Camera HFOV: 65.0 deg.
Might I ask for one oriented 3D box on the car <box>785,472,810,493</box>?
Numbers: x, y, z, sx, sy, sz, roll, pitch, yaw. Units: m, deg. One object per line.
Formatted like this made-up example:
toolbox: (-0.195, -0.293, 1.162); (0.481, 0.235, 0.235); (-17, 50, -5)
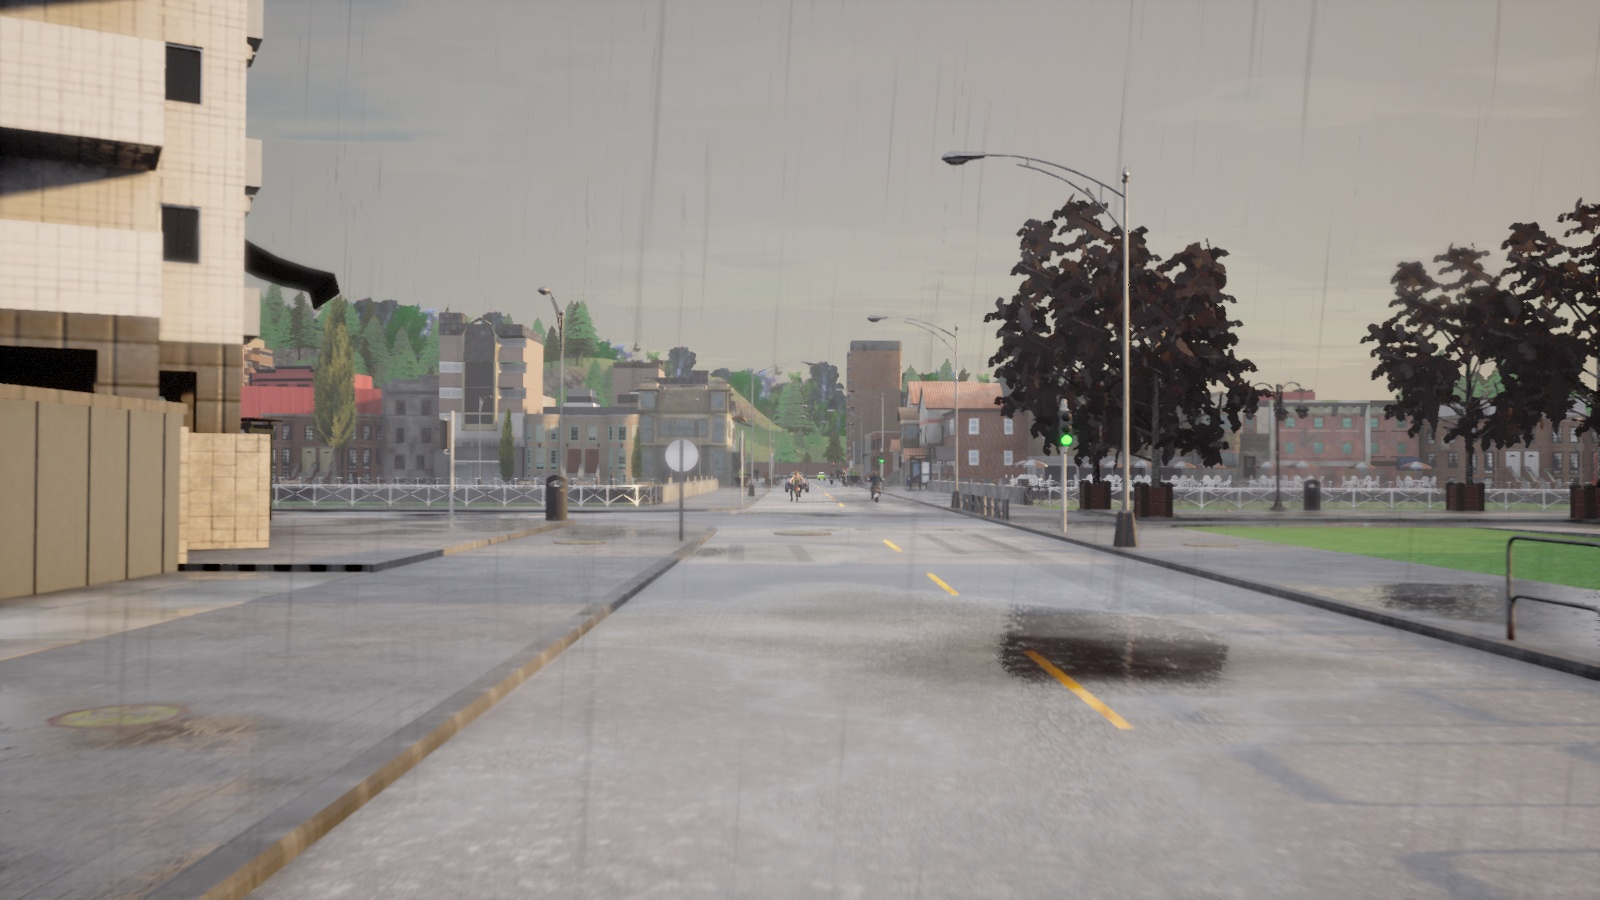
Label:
car: (-0.211, 2.376, 92.396); (1.816, 1.474, 4.193); (0, -1, 0)
